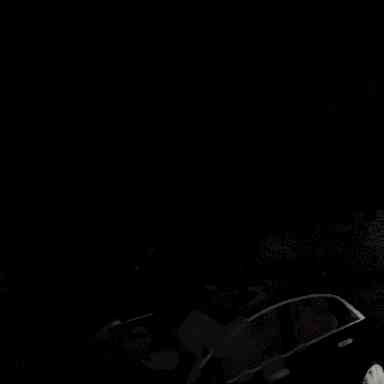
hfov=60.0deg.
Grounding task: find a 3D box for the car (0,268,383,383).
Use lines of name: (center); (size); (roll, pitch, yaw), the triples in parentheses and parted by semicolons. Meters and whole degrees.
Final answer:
car: (0.245, 1.530, 3.136); (4.403, 1.369, 2.008); (0, 0, -35)
